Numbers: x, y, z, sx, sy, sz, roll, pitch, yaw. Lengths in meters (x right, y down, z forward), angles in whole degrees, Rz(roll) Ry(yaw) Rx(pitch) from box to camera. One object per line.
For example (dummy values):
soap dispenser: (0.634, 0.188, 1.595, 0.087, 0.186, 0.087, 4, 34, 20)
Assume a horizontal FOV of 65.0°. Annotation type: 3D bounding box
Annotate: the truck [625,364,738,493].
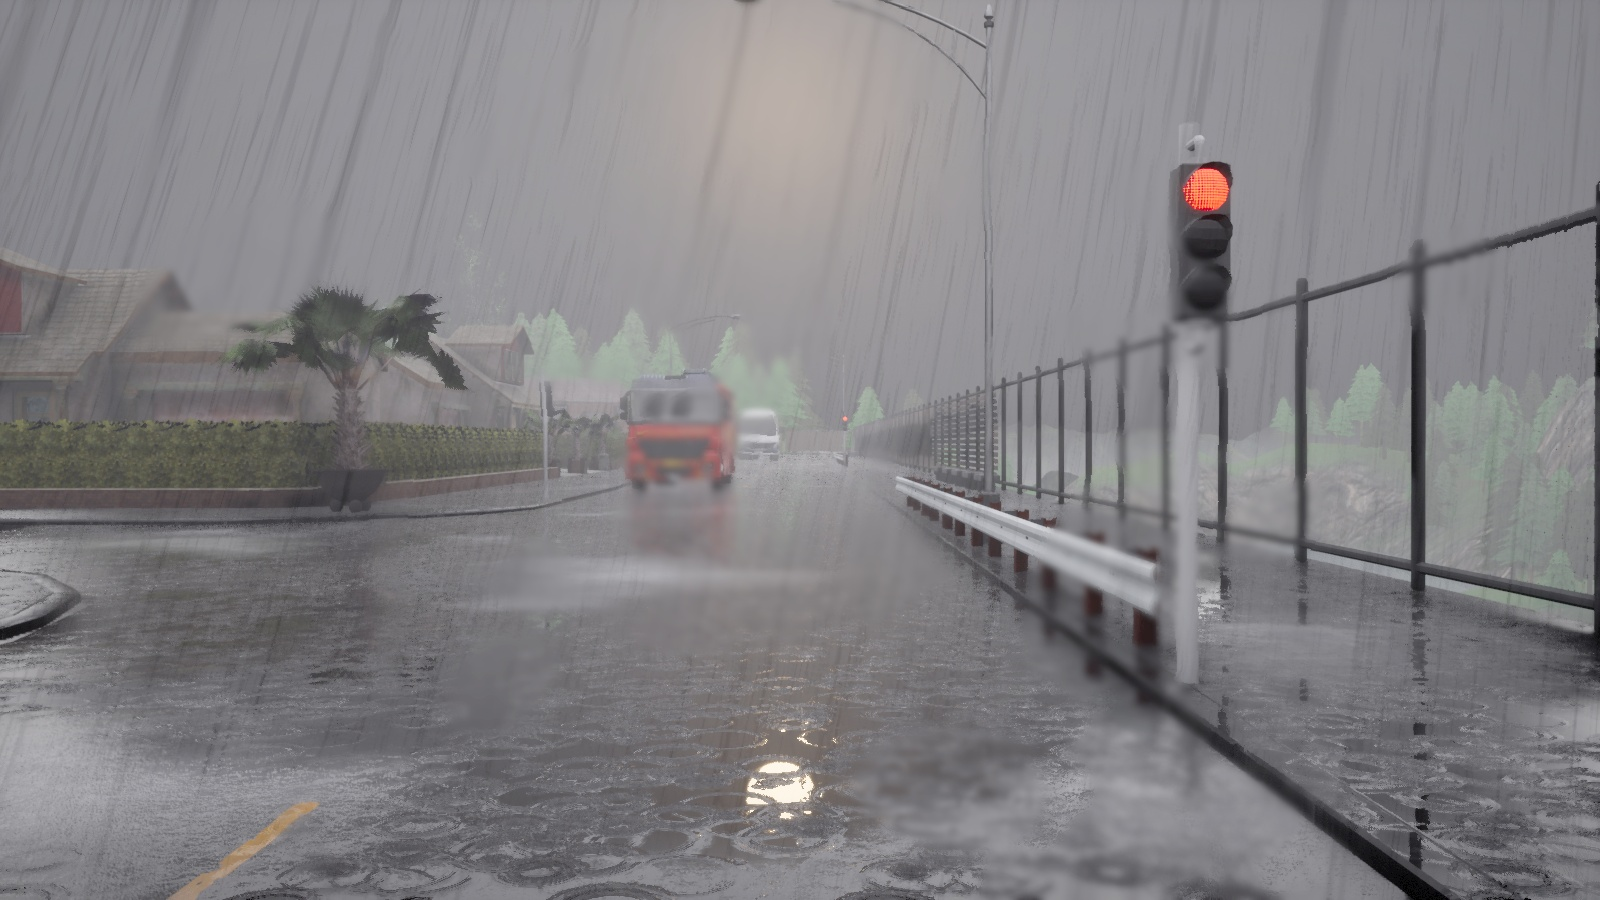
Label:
truck: (-3.747, -0.656, 41.568, 2.891, 3.827, 8.468, 0, 0, 0)
